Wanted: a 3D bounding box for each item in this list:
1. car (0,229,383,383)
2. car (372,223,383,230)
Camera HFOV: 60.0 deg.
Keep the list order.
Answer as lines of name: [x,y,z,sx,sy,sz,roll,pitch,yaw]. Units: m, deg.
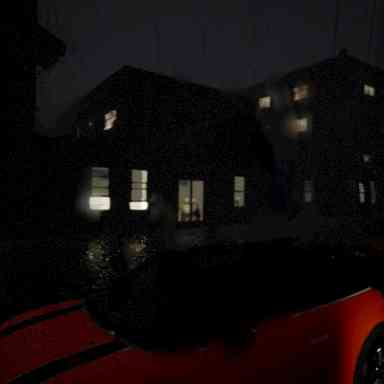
car: [0.123,1.374,3.464,4.553,1.767,2.097,1,0,-35]
car: [7.218,1.665,11.779,4.829,1.417,1.752,1,0,-35]
